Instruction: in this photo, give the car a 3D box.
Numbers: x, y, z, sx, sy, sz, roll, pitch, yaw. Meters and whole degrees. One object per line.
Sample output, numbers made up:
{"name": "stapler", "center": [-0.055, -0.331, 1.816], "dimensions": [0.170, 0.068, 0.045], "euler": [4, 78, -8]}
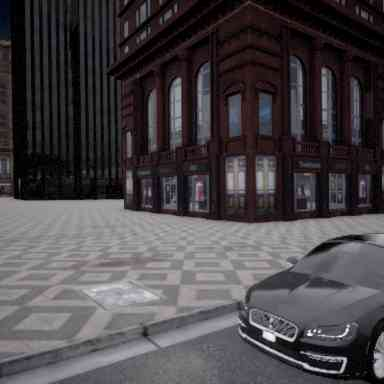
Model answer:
{"name": "car", "center": [2.913, 1.507, 5.464], "dimensions": [4.892, 1.490, 1.837], "euler": [0, 0, -36]}
